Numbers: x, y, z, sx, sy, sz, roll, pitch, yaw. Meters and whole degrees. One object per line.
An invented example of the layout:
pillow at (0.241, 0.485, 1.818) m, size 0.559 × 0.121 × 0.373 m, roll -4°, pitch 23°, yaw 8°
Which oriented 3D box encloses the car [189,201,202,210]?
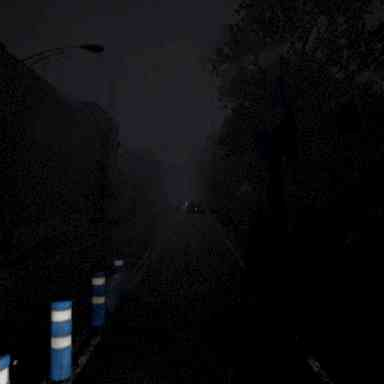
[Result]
car at (0.482, 2.005, 50.016) m, size 1.895 × 1.301 × 4.718 m, roll 0°, pitch 0°, yaw 1°

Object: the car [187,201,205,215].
car at (0.454, 1.897, 39.015) m, size 1.994 × 1.385 × 4.181 m, roll 0°, pitch 0°, yaw 0°
